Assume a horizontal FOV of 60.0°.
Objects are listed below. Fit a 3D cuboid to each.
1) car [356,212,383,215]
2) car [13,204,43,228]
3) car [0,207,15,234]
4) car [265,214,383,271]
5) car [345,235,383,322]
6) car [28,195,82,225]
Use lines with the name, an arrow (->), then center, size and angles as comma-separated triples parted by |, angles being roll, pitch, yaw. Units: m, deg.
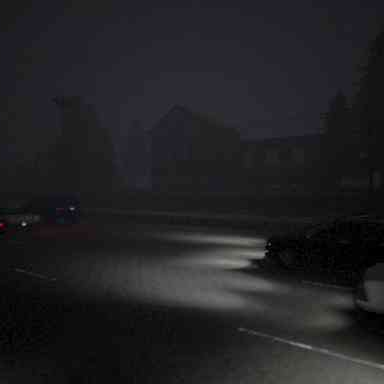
car -> 6.465, 1.493, 12.278 | 4.902, 1.511, 2.128 | 0, 0, 36
car -> -11.745, 1.610, 20.975 | 4.718, 1.301, 1.895 | 0, 0, 36
car -> -11.170, 1.555, 16.265 | 5.357, 1.411, 2.033 | 0, 0, 36
car -> 4.499, 1.507, 9.382 | 4.892, 1.490, 1.837 | 0, 0, 36
car -> 4.973, 1.601, 4.743 | 4.718, 1.301, 1.895 | 0, 0, 36
car -> -10.375, 1.231, 24.298 | 5.566, 2.045, 2.150 | 0, 0, 36
